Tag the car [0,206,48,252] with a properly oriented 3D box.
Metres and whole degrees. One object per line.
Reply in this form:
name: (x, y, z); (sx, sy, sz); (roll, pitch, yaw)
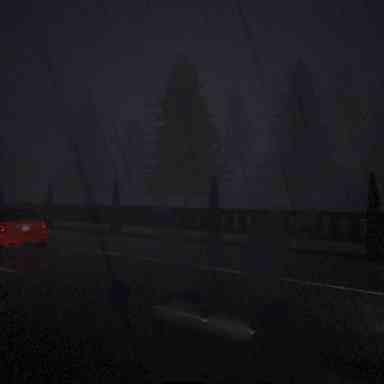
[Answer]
car: (-8.034, 1.401, 13.726); (4.553, 1.767, 2.097); (0, 0, 34)
